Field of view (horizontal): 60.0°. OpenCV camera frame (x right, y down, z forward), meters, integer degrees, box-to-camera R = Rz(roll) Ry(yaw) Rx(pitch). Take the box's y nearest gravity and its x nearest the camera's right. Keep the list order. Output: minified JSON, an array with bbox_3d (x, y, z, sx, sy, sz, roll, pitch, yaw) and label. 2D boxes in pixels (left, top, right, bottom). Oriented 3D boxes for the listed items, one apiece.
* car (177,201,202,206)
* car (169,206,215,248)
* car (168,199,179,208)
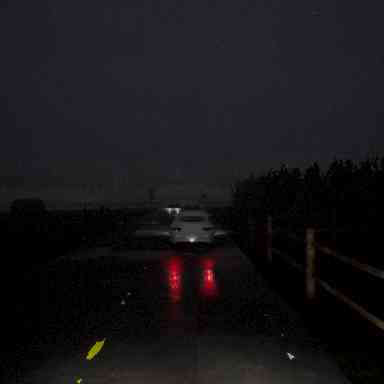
[{"bbox_3d":[0.001,1.653,29.665,1.994,1.385,4.181,0,0,0],"label":"car"},{"bbox_3d":[0.001,1.549,14.657,1.812,1.442,4.674,0,0,0],"label":"car"},{"bbox_3d":[-2.749,1.840,52.674,2.033,1.411,5.357,0,0,0],"label":"car"}]
